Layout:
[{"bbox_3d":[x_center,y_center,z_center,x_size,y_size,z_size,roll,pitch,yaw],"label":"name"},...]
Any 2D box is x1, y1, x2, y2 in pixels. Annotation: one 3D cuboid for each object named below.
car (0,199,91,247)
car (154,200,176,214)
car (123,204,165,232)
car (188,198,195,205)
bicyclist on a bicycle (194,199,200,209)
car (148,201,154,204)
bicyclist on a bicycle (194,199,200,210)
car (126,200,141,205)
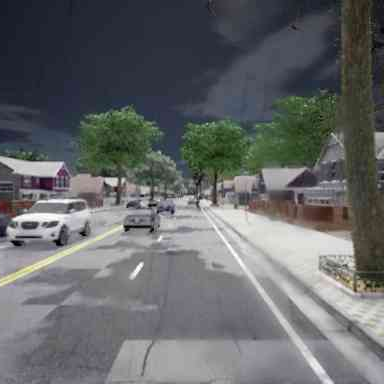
[{"bbox_3d":[-6.612,1.358,16.195,2.150,2.045,5.566,0,-1,0],"label":"car"},{"bbox_3d":[-3.178,1.751,41.416,2.097,1.767,4.553,0,-1,0],"label":"car"},{"bbox_3d":[-3.162,1.736,21.648,2.033,1.411,5.357,0,-1,0],"label":"car"},{"bbox_3d":[-0.051,2.385,77.236,1.895,1.301,4.718,0,-1,0],"label":"car"},{"bbox_3d":[0.851,2.006,56.909,0.866,1.612,1.509,0,-1,0],"label":"bicyclist on a bicycle"},{"bbox_3d":[-6.587,2.169,56.856,1.895,1.301,4.718,0,-1,1],"label":"car"},{"bbox_3d":[0.862,1.841,47.908,0.659,1.776,1.843,0,0,0],"label":"bicyclist on a bicycle"},{"bbox_3d":[-9.836,2.107,56.042,2.033,1.411,5.357,0,-1,1],"label":"car"}]
